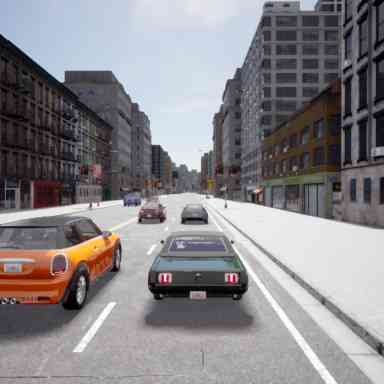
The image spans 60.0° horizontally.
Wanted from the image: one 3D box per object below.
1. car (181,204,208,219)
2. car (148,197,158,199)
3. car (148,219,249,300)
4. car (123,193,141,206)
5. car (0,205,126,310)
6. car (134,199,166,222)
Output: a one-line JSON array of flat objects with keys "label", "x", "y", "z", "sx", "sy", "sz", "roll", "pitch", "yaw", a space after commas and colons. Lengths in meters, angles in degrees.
[{"label": "car", "x": 0.199, "y": 1.570, "z": 25.278, "sx": 1.994, "sy": 1.385, "sz": 4.181, "roll": 0, "pitch": 0, "yaw": 0}, {"label": "car", "x": -6.288, "y": 1.546, "z": 53.633, "sx": 1.837, "sy": 1.490, "sz": 4.892, "roll": 0, "pitch": 0, "yaw": 0}, {"label": "car", "x": 0.132, "y": 1.601, "z": 8.316, "sx": 1.895, "sy": 1.301, "sz": 4.718, "roll": 0, "pitch": 0, "yaw": 0}, {"label": "car", "x": -9.538, "y": 1.261, "z": 53.674, "sx": 2.150, "sy": 2.045, "sz": 5.566, "roll": 0, "pitch": 0, "yaw": 0}, {"label": "car", "x": -3.122, "y": 1.352, "z": 7.976, "sx": 2.097, "sy": 1.767, "sz": 4.553, "roll": 0, "pitch": 0, "yaw": 1}, {"label": "car", "x": -3.048, "y": 1.532, "z": 26.025, "sx": 1.812, "sy": 1.442, "sz": 4.674, "roll": 0, "pitch": 0, "yaw": 0}]
